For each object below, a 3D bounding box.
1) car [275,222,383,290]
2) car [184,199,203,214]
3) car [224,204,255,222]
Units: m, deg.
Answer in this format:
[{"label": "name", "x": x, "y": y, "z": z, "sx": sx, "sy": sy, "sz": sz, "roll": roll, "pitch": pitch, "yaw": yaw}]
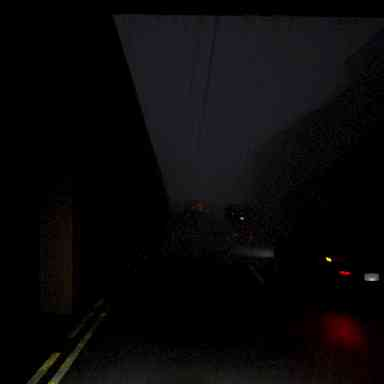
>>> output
[{"label": "car", "x": 3.607, "y": 1.528, "z": 8.962, "sx": 1.812, "sy": 1.442, "sz": 4.674, "roll": 0, "pitch": 0, "yaw": 0}, {"label": "car", "x": 0.121, "y": 1.490, "z": 36.232, "sx": 1.882, "sy": 1.535, "sz": 5.008, "roll": 0, "pitch": 0, "yaw": 0}, {"label": "car", "x": 3.615, "y": 1.609, "z": 26.161, "sx": 1.895, "sy": 1.301, "sz": 4.718, "roll": 0, "pitch": 0, "yaw": 0}]
